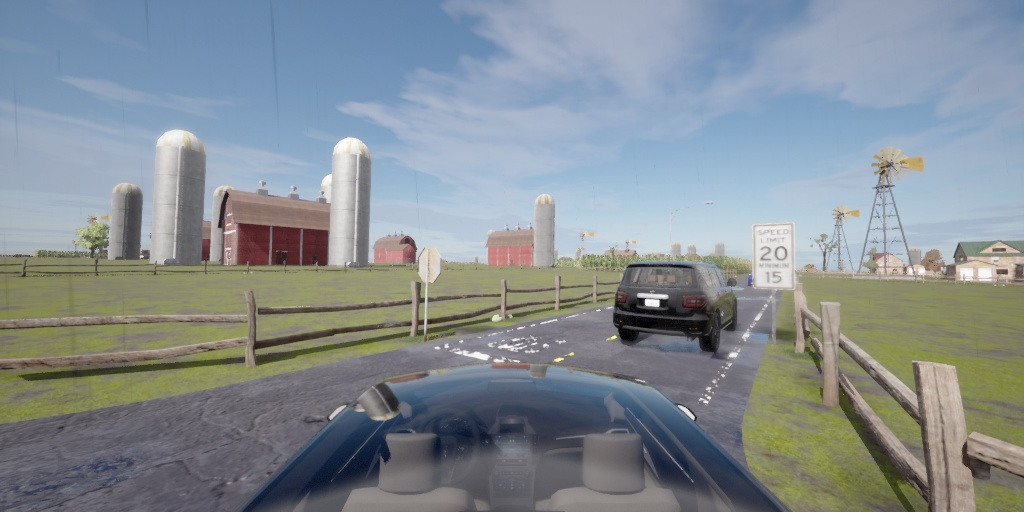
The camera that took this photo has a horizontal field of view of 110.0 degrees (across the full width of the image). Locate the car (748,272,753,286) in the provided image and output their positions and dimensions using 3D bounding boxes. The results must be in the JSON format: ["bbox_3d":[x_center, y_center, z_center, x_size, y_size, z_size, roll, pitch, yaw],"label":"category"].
[{"bbox_3d":[24.354,2.177,35.032,1.882,1.535,5.008,-1,-2,38],"label":"car"}]

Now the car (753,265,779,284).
[{"bbox_3d":[30.628,2.165,43.156,2.150,2.045,5.566,-1,-2,38],"label":"car"}]

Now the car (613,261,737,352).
[{"bbox_3d":[4.676,1.171,9.862,2.150,2.045,5.566,-1,-2,38],"label":"car"}]
